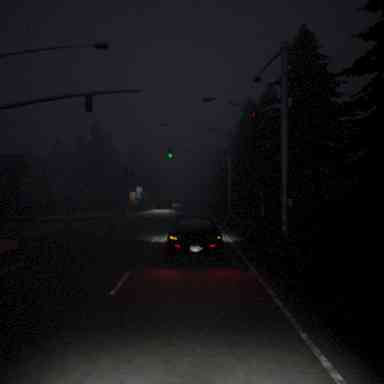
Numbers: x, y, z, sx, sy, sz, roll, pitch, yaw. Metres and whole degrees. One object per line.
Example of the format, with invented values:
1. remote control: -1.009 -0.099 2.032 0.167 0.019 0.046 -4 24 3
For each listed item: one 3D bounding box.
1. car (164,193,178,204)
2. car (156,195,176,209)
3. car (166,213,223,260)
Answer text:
1. car: -3.551 1.329 59.246 2.128 1.511 4.902 0 0 1
2. car: -3.589 1.373 43.272 2.128 1.511 4.902 0 0 0
3. car: 0.073 1.492 12.101 1.812 1.442 4.674 0 0 -1
